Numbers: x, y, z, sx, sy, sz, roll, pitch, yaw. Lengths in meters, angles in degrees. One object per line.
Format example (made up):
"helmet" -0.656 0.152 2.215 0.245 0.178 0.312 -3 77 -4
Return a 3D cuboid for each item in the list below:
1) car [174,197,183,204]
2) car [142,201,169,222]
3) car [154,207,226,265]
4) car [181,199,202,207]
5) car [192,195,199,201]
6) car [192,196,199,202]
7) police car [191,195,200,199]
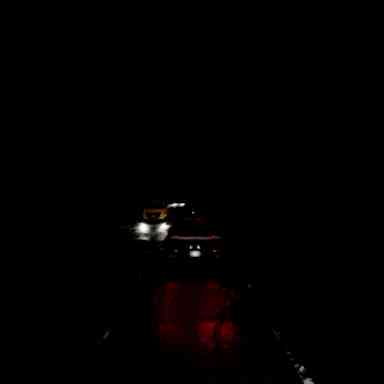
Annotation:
"car" -2.742 1.682 67.849 1.895 1.301 4.718 0 0 0
"car" -2.846 1.495 26.805 1.882 1.535 5.008 0 0 0
"car" 0.094 1.496 11.670 2.128 1.511 4.902 0 0 0
"car" 0.103 1.627 33.662 1.895 1.301 4.718 0 0 0
"car" 0.836 1.656 87.048 1.837 1.490 4.892 0 0 0
"car" 0.836 1.658 81.048 1.812 1.442 4.674 0 0 0
"police car" 0.834 1.528 71.158 1.930 1.638 5.238 0 0 0
